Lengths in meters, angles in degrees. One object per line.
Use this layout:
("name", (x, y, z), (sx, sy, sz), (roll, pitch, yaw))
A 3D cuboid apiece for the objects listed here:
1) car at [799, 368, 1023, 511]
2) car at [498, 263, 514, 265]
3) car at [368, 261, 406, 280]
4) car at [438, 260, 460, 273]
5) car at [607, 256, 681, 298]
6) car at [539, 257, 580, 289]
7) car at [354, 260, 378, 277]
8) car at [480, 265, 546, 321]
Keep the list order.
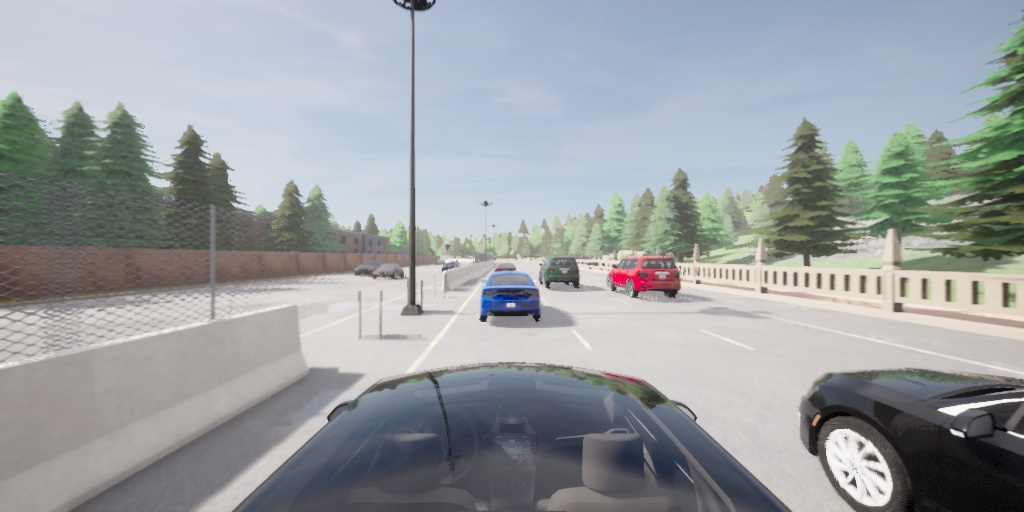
("car", (3.586, 1.253, 1.323), (1.837, 1.490, 4.892), (0, 0, 0))
("car", (-0.512, 1.339, 31.216), (1.882, 1.535, 5.008), (0, 0, -1))
("car", (-11.243, 1.401, 32.920), (1.812, 1.442, 4.674), (0, 0, -1))
("car", (-8.013, 1.528, 47.204), (1.895, 1.301, 4.718), (0, 0, -1))
("car", (6.752, 1.034, 18.928), (2.150, 2.045, 5.566), (0, 0, -1))
("car", (3.129, 1.057, 24.388), (2.150, 2.045, 5.566), (0, 0, -1))
("car", (-14.837, 1.248, 37.839), (2.097, 1.767, 4.553), (0, 0, -1))
("car", (-0.087, 1.269, 12.788), (1.882, 1.535, 5.008), (0, 0, -1))
